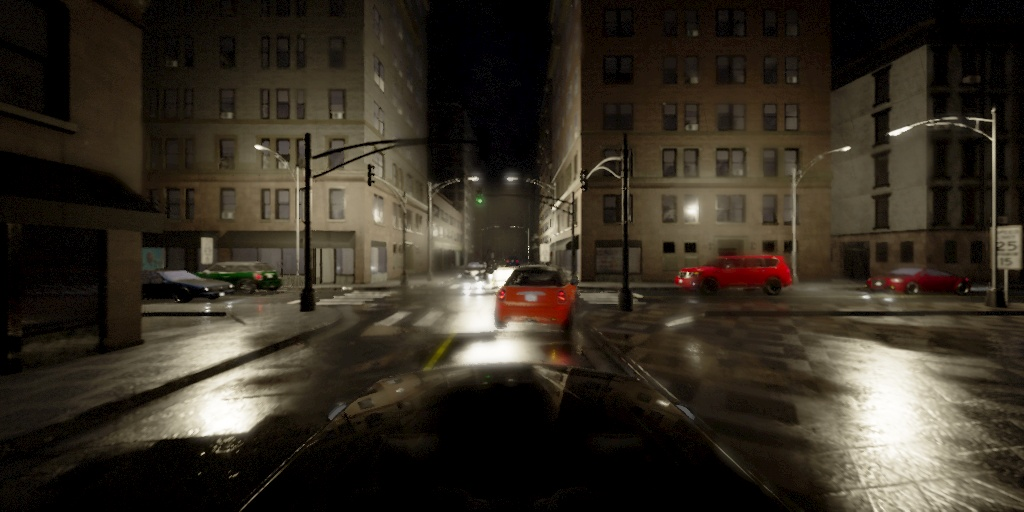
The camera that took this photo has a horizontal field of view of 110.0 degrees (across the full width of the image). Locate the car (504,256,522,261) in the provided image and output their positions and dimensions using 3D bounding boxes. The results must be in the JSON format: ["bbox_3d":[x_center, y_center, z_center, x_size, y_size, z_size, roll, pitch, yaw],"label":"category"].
[{"bbox_3d":[0.089,1.051,61.701,2.150,2.045,5.566,0,0,0],"label":"car"}]

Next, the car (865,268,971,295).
[{"bbox_3d":[21.847,1.344,19.410,4.181,1.385,1.994,0,0,0],"label":"car"}]

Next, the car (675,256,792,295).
[{"bbox_3d":[11.858,0.999,19.350,5.566,2.045,2.150,0,0,0],"label":"car"}]

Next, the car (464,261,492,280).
[{"bbox_3d":[-3.097,1.281,32.042,2.128,1.511,4.902,0,0,0],"label":"car"}]

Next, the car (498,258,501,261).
[{"bbox_3d":[-3.081,1.364,52.560,2.033,1.411,5.357,0,0,0],"label":"car"}]

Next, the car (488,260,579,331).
[{"bbox_3d":[0.957,1.114,11.312,2.097,1.767,4.553,0,0,12],"label":"car"}]

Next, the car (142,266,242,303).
[{"bbox_3d":[-15.568,1.314,15.950,5.357,1.411,2.033,0,0,-1],"label":"car"}]

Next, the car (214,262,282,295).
[{"bbox_3d":[-15.057,1.118,19.174,4.553,1.767,2.097,0,0,0],"label":"car"}]
